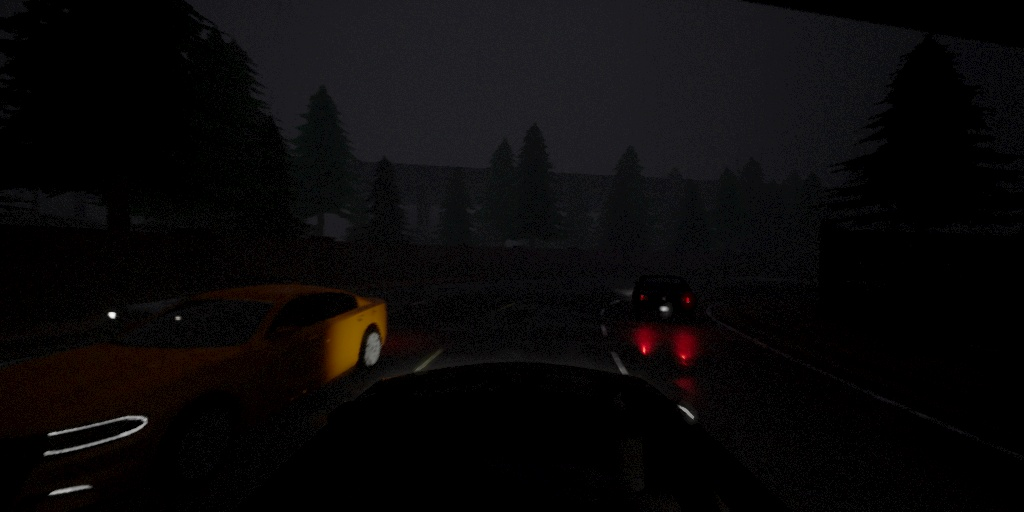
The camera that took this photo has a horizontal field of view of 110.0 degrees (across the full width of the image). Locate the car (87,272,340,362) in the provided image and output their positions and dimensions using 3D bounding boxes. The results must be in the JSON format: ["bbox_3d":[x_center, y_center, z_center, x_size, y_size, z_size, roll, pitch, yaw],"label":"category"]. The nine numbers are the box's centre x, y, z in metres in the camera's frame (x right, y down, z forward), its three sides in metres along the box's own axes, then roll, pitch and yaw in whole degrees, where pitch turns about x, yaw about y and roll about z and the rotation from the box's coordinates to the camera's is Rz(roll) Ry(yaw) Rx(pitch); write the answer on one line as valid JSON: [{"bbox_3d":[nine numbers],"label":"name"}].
[{"bbox_3d":[-6.561,1.193,8.802,1.895,1.301,4.718,1,0,8],"label":"car"}]

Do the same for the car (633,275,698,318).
[{"bbox_3d":[5.496,1.351,13.202,1.895,1.301,4.718,1,0,20],"label":"car"}]

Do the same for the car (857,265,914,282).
[{"bbox_3d":[33.611,1.553,31.407,4.902,1.511,2.128,1,0,-12],"label":"car"}]

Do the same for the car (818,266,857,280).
[{"bbox_3d":[32.422,1.617,34.737,4.718,1.301,1.895,1,0,-12],"label":"car"}]

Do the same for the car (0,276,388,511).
[{"bbox_3d":[-3.403,1.150,4.740,1.882,1.535,5.008,1,0,4],"label":"car"}]
